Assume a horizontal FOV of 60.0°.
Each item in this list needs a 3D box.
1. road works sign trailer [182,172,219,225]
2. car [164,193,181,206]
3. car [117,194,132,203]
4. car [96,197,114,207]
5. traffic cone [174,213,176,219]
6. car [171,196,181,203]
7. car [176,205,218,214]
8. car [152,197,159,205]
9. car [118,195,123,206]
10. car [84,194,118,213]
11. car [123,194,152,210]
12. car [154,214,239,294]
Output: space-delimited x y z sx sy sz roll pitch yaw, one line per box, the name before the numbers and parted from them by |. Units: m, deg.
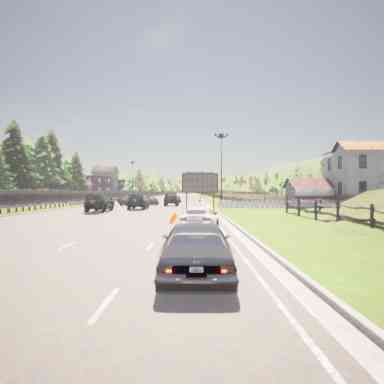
road works sign trailer | 0.528 0.458 22.130 2.380 3.560 2.880 0 0 -2
car | -3.307 1.206 53.452 2.150 2.045 5.566 0 0 0
car | -13.781 1.332 67.976 2.097 1.767 4.553 0 0 0
car | -13.810 1.510 53.050 1.812 1.442 4.674 0 0 0
traffic cone | -1.447 1.948 23.270 0.340 0.580 0.340 0 0 0
car | -3.281 1.544 68.667 1.994 1.385 4.181 0 0 0
car | 0.412 1.537 18.518 1.812 1.442 4.674 -1 -1 7
car | -6.801 1.547 57.131 1.994 1.385 4.181 0 0 0
car | -10.328 1.532 53.636 2.033 1.411 5.357 0 0 3
car | -10.336 1.210 37.229 2.150 2.045 5.566 0 0 0
car | -6.826 1.210 42.548 2.150 2.045 5.566 0 0 0
car | 0.113 1.545 8.913 2.033 1.411 5.357 0 0 1
